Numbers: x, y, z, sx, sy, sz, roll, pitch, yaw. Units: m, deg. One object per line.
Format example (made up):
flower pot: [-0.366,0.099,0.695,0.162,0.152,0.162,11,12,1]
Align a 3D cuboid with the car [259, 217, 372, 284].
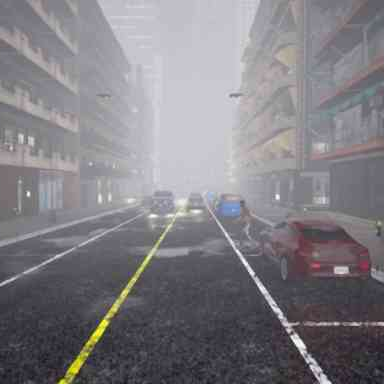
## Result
car: [3.088,1.414,9.132,1.812,1.442,4.674,0,1,1]

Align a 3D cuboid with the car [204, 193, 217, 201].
car: [3.264,0.851,58.738,2.008,1.369,4.403,-1,1,1]

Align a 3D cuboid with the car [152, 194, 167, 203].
car: [-5.172,0.949,53.249,1.802,1.307,4.206,-1,1,1]

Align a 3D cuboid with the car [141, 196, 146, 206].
car: [-5.284,1.065,42.045,1.947,1.339,4.313,-1,1,1]

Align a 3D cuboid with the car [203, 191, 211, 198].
car: [3.433,0.628,75.711,1.752,1.417,4.829,-1,1,1]

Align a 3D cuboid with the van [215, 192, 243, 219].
van: [2.925,1.039,25.127,1.690,1.788,3.998,-1,1,1]

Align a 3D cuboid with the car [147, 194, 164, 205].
car: [-5.228,0.978,47.647,1.887,1.381,4.507,-1,1,1]

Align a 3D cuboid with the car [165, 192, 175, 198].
car: [-4.949,0.656,75.654,2.008,1.369,4.403,-1,1,1]

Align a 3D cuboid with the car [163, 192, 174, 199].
car: [-5.004,0.737,70.052,1.947,1.339,4.313,-1,1,1]

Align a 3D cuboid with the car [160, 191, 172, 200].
car: [-5.062,0.676,64.450,1.967,1.590,4.097,-1,1,1]

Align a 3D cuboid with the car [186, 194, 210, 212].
car: [0.398,1.162,32.102,2.033,1.411,5.357,0,1,1]

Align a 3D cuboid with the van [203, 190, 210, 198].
van: [3.484,0.380,81.140,1.690,1.788,3.998,-1,1,1]

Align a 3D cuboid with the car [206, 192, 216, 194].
car: [3.096,1.064,41.933,1.947,1.339,4.313,-1,1,1]

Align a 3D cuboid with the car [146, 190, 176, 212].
car: [-2.779,0.832,32.473,2.150,2.045,5.566,0,1,1]

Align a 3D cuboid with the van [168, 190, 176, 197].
van: [-4.896,0.382,81.252,1.690,1.788,3.998,-1,1,1]

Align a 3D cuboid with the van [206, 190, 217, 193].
van: [3.204,0.707,53.133,1.690,1.788,3.998,-1,1,1]

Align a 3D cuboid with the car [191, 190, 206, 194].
car: [0.524,0.789,47.285,2.097,1.767,4.553,0,1,1]

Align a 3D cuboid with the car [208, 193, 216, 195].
car: [3.040,1.109,36.332,1.887,1.381,4.507,-1,1,1]

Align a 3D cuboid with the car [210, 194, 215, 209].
car: [2.984,1.182,30.730,2.008,1.369,4.403,-1,1,1]

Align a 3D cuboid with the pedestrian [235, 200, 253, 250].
pedestrian: [1.847,1.150,11.900,0.375,1.860,0.375,-1,1,-2]
